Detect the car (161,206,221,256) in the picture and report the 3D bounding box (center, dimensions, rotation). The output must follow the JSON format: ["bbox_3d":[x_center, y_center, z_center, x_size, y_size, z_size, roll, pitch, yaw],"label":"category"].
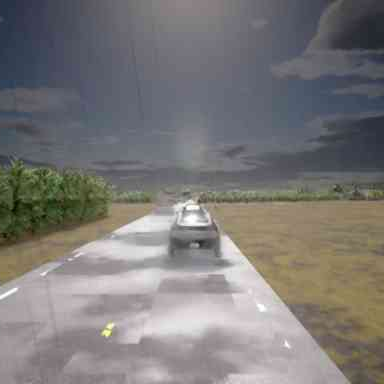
[{"bbox_3d":[0.087,1.549,13.306,2.128,1.511,4.902,0,0,0],"label":"car"}]

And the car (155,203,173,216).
[{"bbox_3d":[-2.862,1.810,35.500,1.895,1.301,4.718,0,-1,0],"label":"car"}]

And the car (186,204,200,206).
[{"bbox_3d":[0.081,1.714,29.165,1.994,1.385,4.181,0,0,0],"label":"car"}]
